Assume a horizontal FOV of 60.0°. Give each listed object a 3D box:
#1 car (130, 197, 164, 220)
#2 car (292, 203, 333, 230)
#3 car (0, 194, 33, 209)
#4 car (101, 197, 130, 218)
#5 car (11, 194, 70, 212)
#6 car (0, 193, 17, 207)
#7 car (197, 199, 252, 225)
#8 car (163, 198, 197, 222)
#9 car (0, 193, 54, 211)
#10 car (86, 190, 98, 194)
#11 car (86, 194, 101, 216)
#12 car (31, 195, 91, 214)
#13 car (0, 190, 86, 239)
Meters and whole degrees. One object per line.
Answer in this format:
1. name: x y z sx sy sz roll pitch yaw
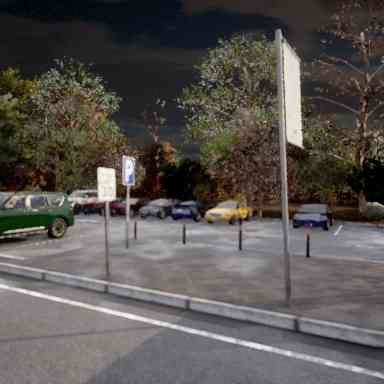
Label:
1. car: -2.224 1.232 25.836 2.231 1.521 4.892 1 1 27
2. car: 7.606 1.427 20.678 2.163 1.488 4.792 1 1 27
3. car: -19.472 0.958 34.776 2.163 1.488 4.792 1 1 28
4. car: -4.686 1.189 27.117 2.097 1.535 5.008 1 1 28
5. car: -14.539 1.021 32.235 2.097 1.535 5.008 1 1 27
6. car: -21.913 0.902 36.113 2.163 1.488 4.792 1 1 28
7. car: 2.610 1.311 23.103 1.946 1.575 5.366 1 1 28
8. car: 0.247 1.302 24.575 2.163 1.488 4.792 1 1 28
9. car: -16.914 0.971 33.686 1.946 1.575 5.366 1 1 28
10. car: -9.622 0.855 29.648 2.435 2.045 5.566 1 1 28
11. car: -7.148 1.148 28.399 2.097 1.535 5.008 1 1 28
12. car: -12.076 1.066 30.952 2.231 1.521 4.892 1 1 27
13. car: -7.506 1.021 13.801 2.435 2.045 5.566 1 1 28
